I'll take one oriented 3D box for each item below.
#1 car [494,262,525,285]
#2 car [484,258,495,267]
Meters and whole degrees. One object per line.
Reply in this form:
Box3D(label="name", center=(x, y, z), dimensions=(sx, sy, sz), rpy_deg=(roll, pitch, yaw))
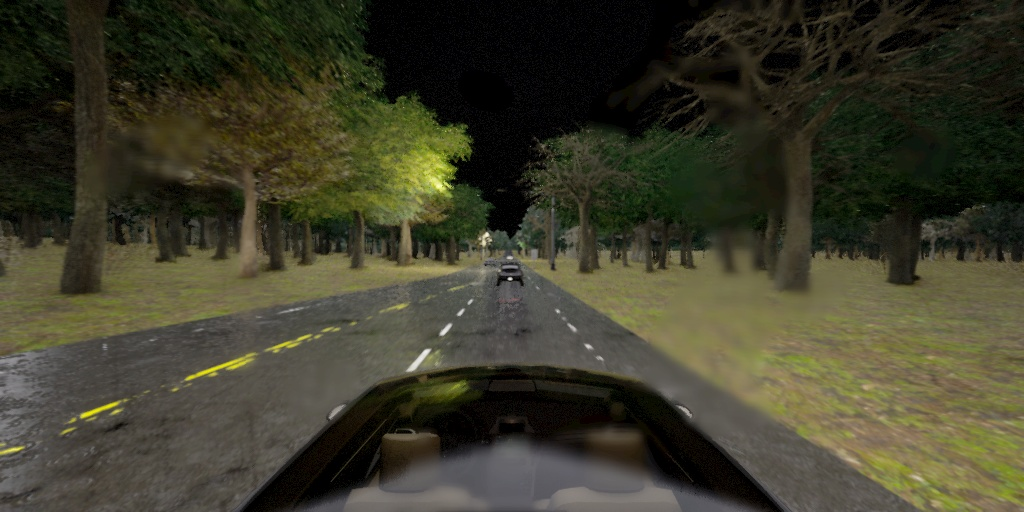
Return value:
Box3D(label="car", center=(-0.144, 1.276, 26.445), dimensions=(1.837, 1.490, 4.892), rpy_deg=(0, 0, 0))
Box3D(label="car", center=(-3.856, 1.052, 62.170), dimensions=(2.033, 1.411, 5.357), rpy_deg=(0, 0, 0))
